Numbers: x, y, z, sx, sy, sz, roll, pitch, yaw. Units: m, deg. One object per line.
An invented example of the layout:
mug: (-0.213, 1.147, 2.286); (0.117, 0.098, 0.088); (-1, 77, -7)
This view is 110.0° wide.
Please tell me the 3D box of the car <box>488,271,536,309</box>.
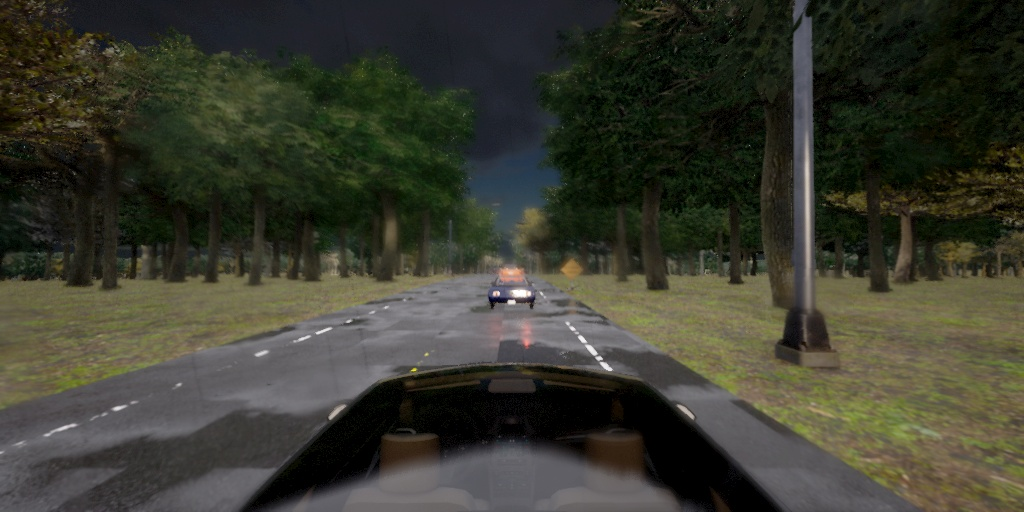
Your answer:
car: (-0.003, 1.508, 15.975); (1.895, 1.301, 4.718); (0, -1, 0)

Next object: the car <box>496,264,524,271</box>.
car: (-0.009, 1.456, 30.949); (2.097, 1.767, 4.553); (0, -1, 0)

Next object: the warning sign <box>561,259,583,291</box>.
warning sign: (3.542, 1.077, 20.933); (1.300, 1.860, 1.060); (0, 0, 0)
